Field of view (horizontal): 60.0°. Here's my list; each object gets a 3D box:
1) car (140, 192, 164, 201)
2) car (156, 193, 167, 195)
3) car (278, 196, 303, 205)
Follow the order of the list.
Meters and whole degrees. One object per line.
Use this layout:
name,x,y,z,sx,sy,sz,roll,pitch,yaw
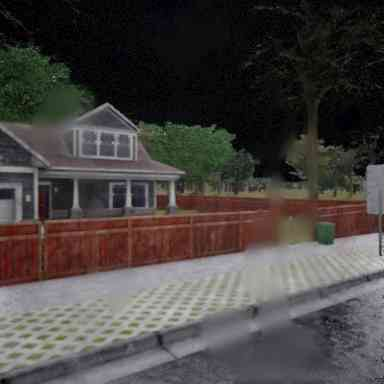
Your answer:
car,-7.297,0.748,60.642,2.033,1.411,5.357,0,1,-36
car,-4.912,0.884,52.604,2.033,1.411,5.357,0,1,-35
car,9.528,1.201,32.558,1.882,1.535,5.008,0,1,-36
